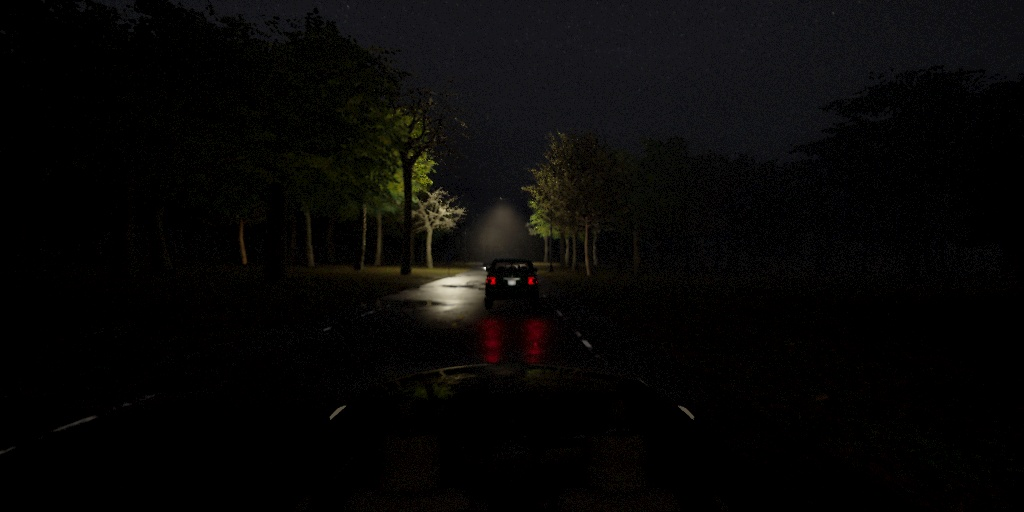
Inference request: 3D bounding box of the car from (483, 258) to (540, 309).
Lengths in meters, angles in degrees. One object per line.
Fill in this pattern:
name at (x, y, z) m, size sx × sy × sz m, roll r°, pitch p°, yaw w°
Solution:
car at (-0.002, 1.092, 15.864) m, size 2.150 × 2.045 × 5.566 m, roll 0°, pitch 0°, yaw 0°
